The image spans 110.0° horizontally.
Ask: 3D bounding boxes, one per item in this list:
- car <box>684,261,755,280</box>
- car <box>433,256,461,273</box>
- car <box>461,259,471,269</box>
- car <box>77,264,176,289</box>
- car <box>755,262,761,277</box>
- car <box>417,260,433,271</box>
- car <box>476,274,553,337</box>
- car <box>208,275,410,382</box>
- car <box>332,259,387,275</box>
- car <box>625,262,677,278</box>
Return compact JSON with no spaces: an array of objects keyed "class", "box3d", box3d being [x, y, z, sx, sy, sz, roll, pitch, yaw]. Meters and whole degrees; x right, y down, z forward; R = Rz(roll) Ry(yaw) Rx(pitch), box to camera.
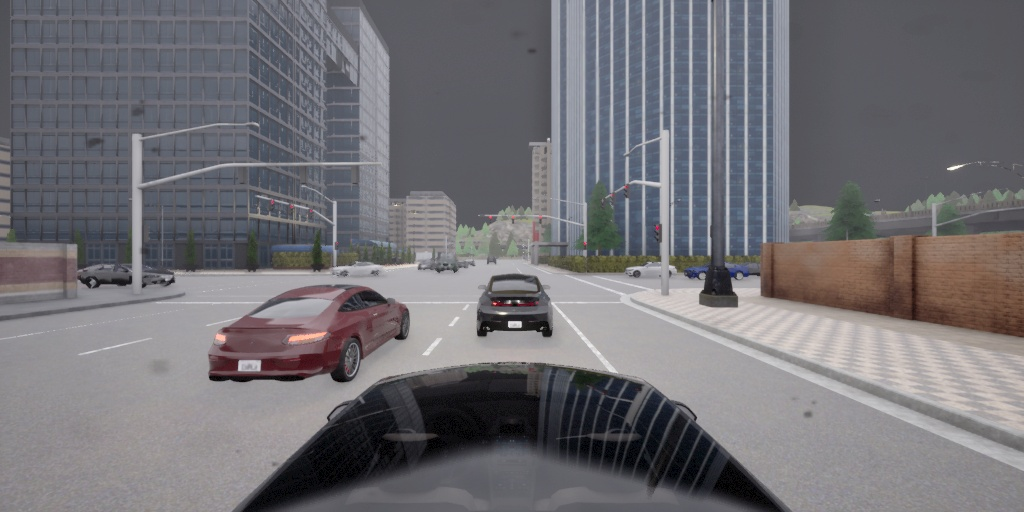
[{"class":"car","box3d":[17.212,1.228,30.319,5.008,1.535,1.882,0,0,0]},{"class":"car","box3d":[-7.632,0.973,42.766,2.150,2.045,5.566,0,0,-4]},{"class":"car","box3d":[-7.986,1.313,55.563,1.994,1.385,4.181,0,0,-1]},{"class":"car","box3d":[-24.228,1.241,22.716,4.902,1.511,2.128,0,0,0]},{"class":"car","box3d":[22.616,1.297,33.867,5.357,1.411,2.033,0,0,-1]},{"class":"car","box3d":[-11.386,1.242,48.391,2.128,1.511,4.902,0,0,-1]},{"class":"car","box3d":[0.065,1.255,10.275,1.837,1.490,4.892,0,0,0]},{"class":"car","box3d":[-3.437,1.276,7.010,1.812,1.442,4.674,0,0,0]},{"class":"car","box3d":[-14.907,1.275,34.901,4.674,1.442,1.812,0,1,-40]},{"class":"car","box3d":[13.030,1.276,33.763,4.674,1.442,1.812,0,0,1]}]
